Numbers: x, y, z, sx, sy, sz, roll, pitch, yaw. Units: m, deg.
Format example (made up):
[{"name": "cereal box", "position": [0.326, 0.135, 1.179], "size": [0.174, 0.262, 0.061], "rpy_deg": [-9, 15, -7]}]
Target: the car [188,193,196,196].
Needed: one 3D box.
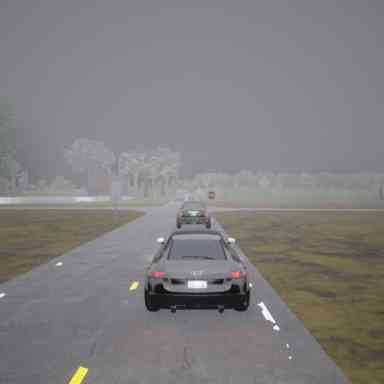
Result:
[{"name": "car", "position": [-0.024, 1.454, 90.373], "size": [1.994, 1.385, 4.181], "rpy_deg": [0, 0, 0]}]

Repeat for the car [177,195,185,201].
[{"name": "car", "position": [-2.773, 1.473, 85.684], "size": [1.994, 1.385, 4.181], "rpy_deg": [0, 0, 0]}]

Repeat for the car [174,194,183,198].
[{"name": "car", "position": [-2.769, 1.302, 70.534], "size": [2.097, 1.767, 4.553], "rpy_deg": [0, 0, 0]}]

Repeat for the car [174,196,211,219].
[{"name": "car", "position": [0.095, 1.351, 22.004], "size": [2.097, 1.767, 4.553], "rpy_deg": [0, 0, 0]}]

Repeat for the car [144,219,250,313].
[{"name": "car", "position": [0.098, 1.565, 7.740], "size": [1.994, 1.385, 4.181], "rpy_deg": [0, 0, 0]}]
